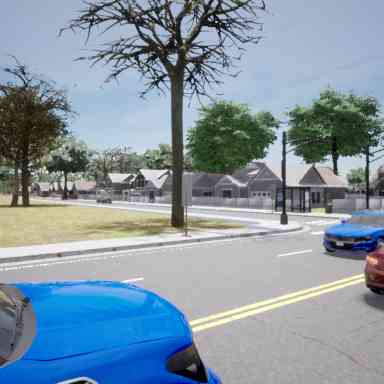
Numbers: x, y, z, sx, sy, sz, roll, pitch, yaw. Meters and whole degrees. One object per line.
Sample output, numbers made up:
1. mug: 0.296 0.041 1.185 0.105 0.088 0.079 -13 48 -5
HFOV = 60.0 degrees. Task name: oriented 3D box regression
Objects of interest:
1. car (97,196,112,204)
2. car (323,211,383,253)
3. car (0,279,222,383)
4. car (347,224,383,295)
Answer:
1. car: -17.805 1.626 67.353 1.812 1.442 4.674 0 0 -35
2. car: 7.010 1.476 12.637 5.008 1.535 1.882 0 0 -35
3. car: -2.419 1.222 1.716 5.566 2.045 2.150 0 0 -36
4. car: 5.659 1.525 7.447 4.674 1.442 1.812 0 0 -36
